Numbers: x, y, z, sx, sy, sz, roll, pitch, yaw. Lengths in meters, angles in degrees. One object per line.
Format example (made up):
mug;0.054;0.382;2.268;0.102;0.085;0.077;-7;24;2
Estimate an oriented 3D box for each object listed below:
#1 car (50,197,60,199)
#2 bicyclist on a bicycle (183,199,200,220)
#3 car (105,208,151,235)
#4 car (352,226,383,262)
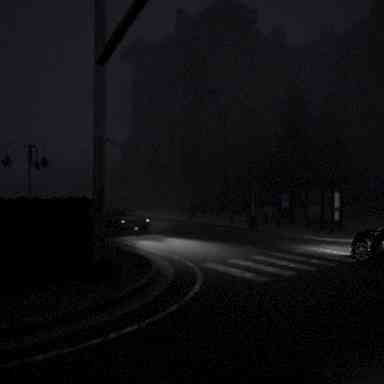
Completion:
car;-18.706;1.412;45.744;2.097;1.767;4.553;0;0;-36
bicyclist on a bicycle;-0.021;1.385;26.404;1.656;1.620;0.582;0;0;-36
car;-4.252;1.636;19.485;1.895;1.301;4.718;0;0;-36
car;6.605;1.568;9.570;1.837;1.490;4.892;4;0;-5
